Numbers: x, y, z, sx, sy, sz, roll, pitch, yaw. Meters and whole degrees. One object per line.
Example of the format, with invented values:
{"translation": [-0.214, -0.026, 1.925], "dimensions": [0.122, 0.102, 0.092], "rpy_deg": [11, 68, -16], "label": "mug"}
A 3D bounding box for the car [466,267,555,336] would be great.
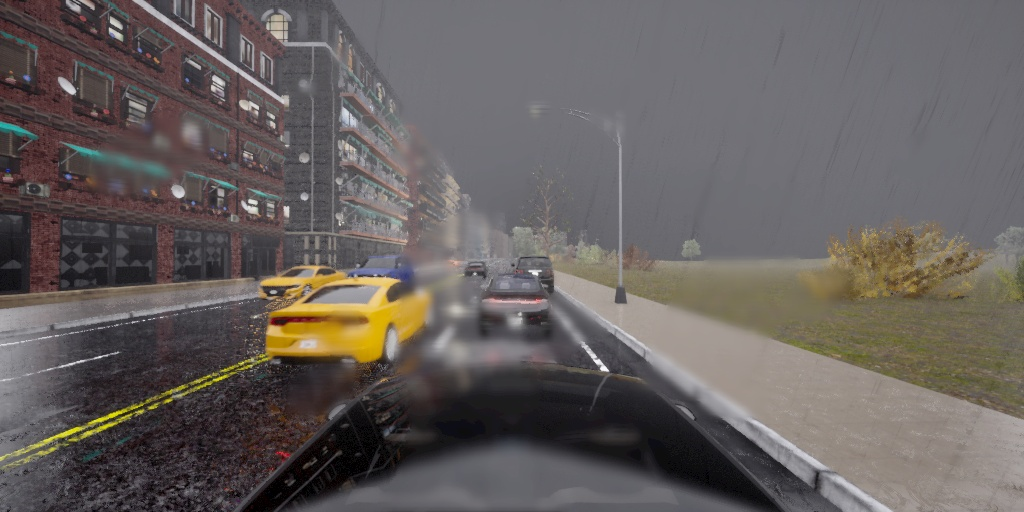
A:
{"translation": [0.098, 1.243, 10.366], "dimensions": [2.128, 1.511, 4.902], "rpy_deg": [0, 0, 0], "label": "car"}

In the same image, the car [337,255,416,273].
{"translation": [-6.605, 0.973, 18.745], "dimensions": [2.150, 2.045, 5.566], "rpy_deg": [0, 0, 0], "label": "car"}

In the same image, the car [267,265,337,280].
{"translation": [-9.854, 1.229, 17.308], "dimensions": [1.882, 1.535, 5.008], "rpy_deg": [0, 0, 0], "label": "car"}

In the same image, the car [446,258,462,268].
{"translation": [-9.844, 1.101, 60.559], "dimensions": [2.097, 1.767, 4.553], "rpy_deg": [0, 0, 0], "label": "car"}

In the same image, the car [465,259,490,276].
{"translation": [-3.161, 1.258, 33.068], "dimensions": [1.837, 1.490, 4.892], "rpy_deg": [0, 0, 0], "label": "car"}

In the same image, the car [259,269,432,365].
{"translation": [-3.152, 1.228, 8.055], "dimensions": [1.882, 1.535, 5.008], "rpy_deg": [0, 0, 0], "label": "car"}

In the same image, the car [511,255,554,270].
{"translation": [1.132, 0.977, 20.236], "dimensions": [2.150, 2.045, 5.566], "rpy_deg": [0, 0, 0], "label": "car"}
